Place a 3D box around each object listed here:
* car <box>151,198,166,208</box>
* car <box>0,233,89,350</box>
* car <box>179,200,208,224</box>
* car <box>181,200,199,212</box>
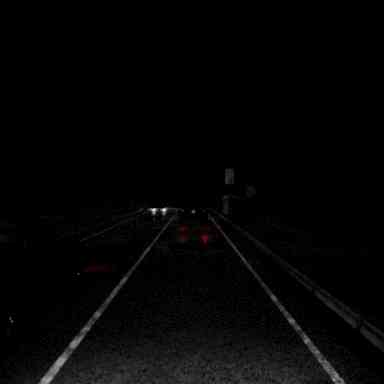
[{"bbox_3d":[-5.122,1.660,50.236,1.837,1.490,4.892,1,-1,-12],"label":"car"},{"bbox_3d":[-3.600,1.569,6.461,2.033,1.411,5.357,0,0,0],"label":"car"},{"bbox_3d":[0.099,1.437,25.672,2.097,1.767,4.553,0,0,0],"label":"car"},{"bbox_3d":[-0.299,1.704,42.407,1.994,1.385,4.181,0,0,-4],"label":"car"}]
